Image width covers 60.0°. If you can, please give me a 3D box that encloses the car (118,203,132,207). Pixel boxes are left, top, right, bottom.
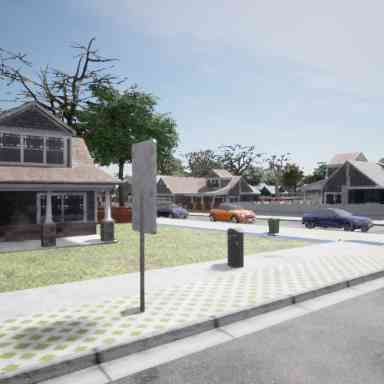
[{"bbox_3d":[-8.581,2.553,46.437,1.837,1.490,4.892,0,-1,-35],"label":"car"}]

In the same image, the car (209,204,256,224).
[{"bbox_3d":[3.620,1.901,30.153,2.097,1.767,4.553,0,-1,-36],"label":"car"}]

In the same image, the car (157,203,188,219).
[{"bbox_3d":[-2.386,2.155,38.281,2.097,1.767,4.553,0,-1,-37],"label":"car"}]

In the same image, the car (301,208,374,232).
[{"bbox_3d":[9.436,1.810,21.961,1.812,1.442,4.674,0,-1,-33],"label":"car"}]
